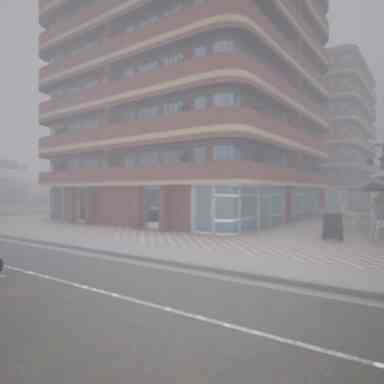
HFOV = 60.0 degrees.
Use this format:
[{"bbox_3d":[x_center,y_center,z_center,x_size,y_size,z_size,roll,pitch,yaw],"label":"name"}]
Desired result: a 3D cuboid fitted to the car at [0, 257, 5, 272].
[{"bbox_3d":[-7.137,1.543,8.986,5.357,1.411,2.033,0,0,36],"label":"car"}]
